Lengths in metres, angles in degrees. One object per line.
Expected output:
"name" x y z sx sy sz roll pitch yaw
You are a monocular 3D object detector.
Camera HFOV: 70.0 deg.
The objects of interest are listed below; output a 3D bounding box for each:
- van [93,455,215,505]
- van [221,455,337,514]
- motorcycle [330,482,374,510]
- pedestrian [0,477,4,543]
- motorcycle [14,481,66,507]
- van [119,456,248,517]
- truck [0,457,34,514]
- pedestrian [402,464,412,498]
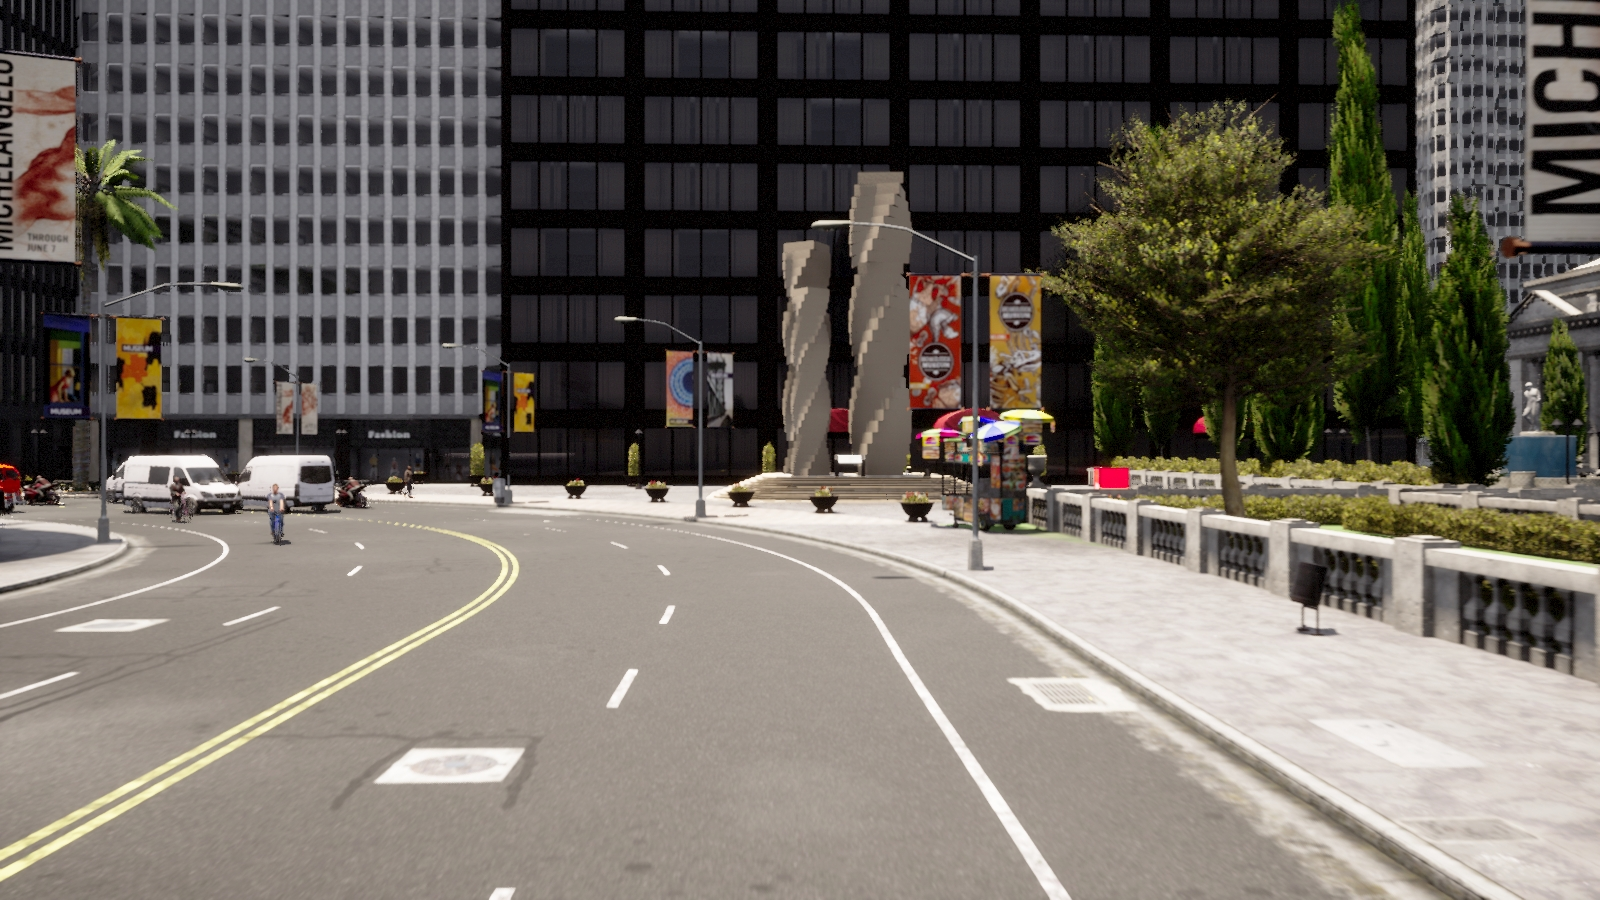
"van" -34.204 1.539 60.499 5.915 2.561 1.988 0 0 16
"van" -23.953 1.537 52.470 5.915 2.561 1.988 0 0 33
"motorcycle" -21.614 2.208 55.077 2.209 1.251 0.867 0 0 33
"pedestrian" -22.774 1.699 32.291 0.375 1.860 0.375 0 0 -23
"motorcycle" -38.510 2.210 57.904 2.209 1.251 0.867 0 0 11
"van" -27.213 1.538 50.372 5.915 2.561 1.988 0 0 27
"truck" -37.194 1.575 50.560 5.204 2.467 2.627 0 0 13
"pedestrian" -21.390 1.699 62.168 0.375 1.860 0.375 0 0 9
